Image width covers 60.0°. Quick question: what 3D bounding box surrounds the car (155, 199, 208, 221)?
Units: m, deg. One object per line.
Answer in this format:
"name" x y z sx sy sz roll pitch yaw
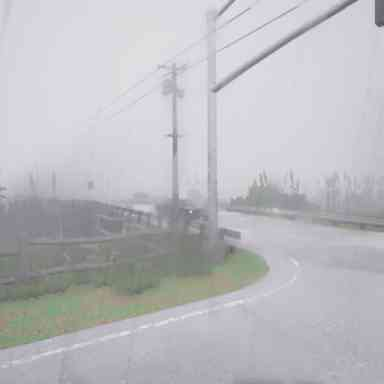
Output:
"car" -0.578 1.139 21.582 1.895 1.301 4.718 -1 3 -32
